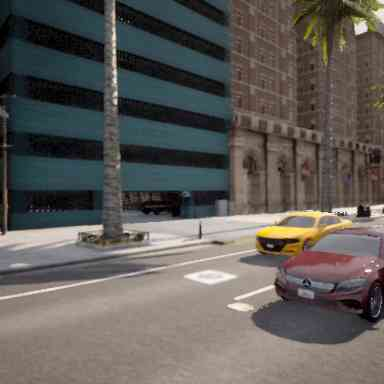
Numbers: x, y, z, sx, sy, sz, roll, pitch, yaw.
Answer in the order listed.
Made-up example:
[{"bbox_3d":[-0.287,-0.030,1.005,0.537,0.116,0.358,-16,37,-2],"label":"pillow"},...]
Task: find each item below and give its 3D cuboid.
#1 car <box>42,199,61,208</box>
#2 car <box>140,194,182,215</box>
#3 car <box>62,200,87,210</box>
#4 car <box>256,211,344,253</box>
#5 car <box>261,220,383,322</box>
[{"bbox_3d":[-23.329,1.972,56.956,4.786,1.482,2.161,0,-1,-42],"label":"car"},{"bbox_3d":[-2.775,1.287,34.970,5.566,2.045,2.435,0,-1,-42],"label":"car"},{"bbox_3d":[-15.832,1.907,48.093,4.718,1.301,1.895,0,-1,-42],"label":"car"},{"bbox_3d":[4.466,1.534,12.849,5.008,1.535,1.882,0,-1,-42],"label":"car"},{"bbox_3d":[3.760,1.551,7.493,4.674,1.442,1.812,0,-1,-42],"label":"car"}]
